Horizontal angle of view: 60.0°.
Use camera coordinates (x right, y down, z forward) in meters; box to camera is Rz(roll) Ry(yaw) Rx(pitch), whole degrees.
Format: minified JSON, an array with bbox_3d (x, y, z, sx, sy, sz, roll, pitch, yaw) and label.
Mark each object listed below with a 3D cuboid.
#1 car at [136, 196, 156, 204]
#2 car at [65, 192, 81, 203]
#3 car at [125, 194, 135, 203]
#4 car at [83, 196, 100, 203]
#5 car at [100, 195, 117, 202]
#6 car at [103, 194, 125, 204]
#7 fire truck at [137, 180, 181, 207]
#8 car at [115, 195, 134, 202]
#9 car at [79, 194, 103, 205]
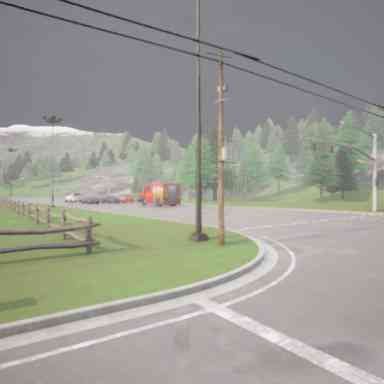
[{"bbox_3d":[-8.768,1.448,63.128,1.895,1.301,4.718,0,0,-35],"label":"car"},{"bbox_3d":[-23.218,1.093,65.419,2.150,2.045,5.566,0,0,-35],"label":"car"},{"bbox_3d":[-12.549,1.217,62.418,2.097,1.767,4.553,0,0,-35],"label":"car"},{"bbox_3d":[-20.354,1.424,67.433,1.895,1.301,4.718,0,0,-35],"label":"car"},{"bbox_3d":[-17.473,1.360,69.421,1.994,1.385,4.181,0,0,-35],"label":"car"},{"bbox_3d":[-14.316,1.431,58.849,2.033,1.411,5.357,0,0,-35],"label":"car"},{"bbox_3d":[-4.827,0.211,49.190,2.891,3.827,8.468,0,0,-31],"label":"fire truck"},{"bbox_3d":[-14.611,1.330,71.434,2.033,1.411,5.357,0,0,-35],"label":"car"},{"bbox_3d":[-17.413,1.466,57.168,1.994,1.385,4.181,0,0,-35],"label":"car"}]
